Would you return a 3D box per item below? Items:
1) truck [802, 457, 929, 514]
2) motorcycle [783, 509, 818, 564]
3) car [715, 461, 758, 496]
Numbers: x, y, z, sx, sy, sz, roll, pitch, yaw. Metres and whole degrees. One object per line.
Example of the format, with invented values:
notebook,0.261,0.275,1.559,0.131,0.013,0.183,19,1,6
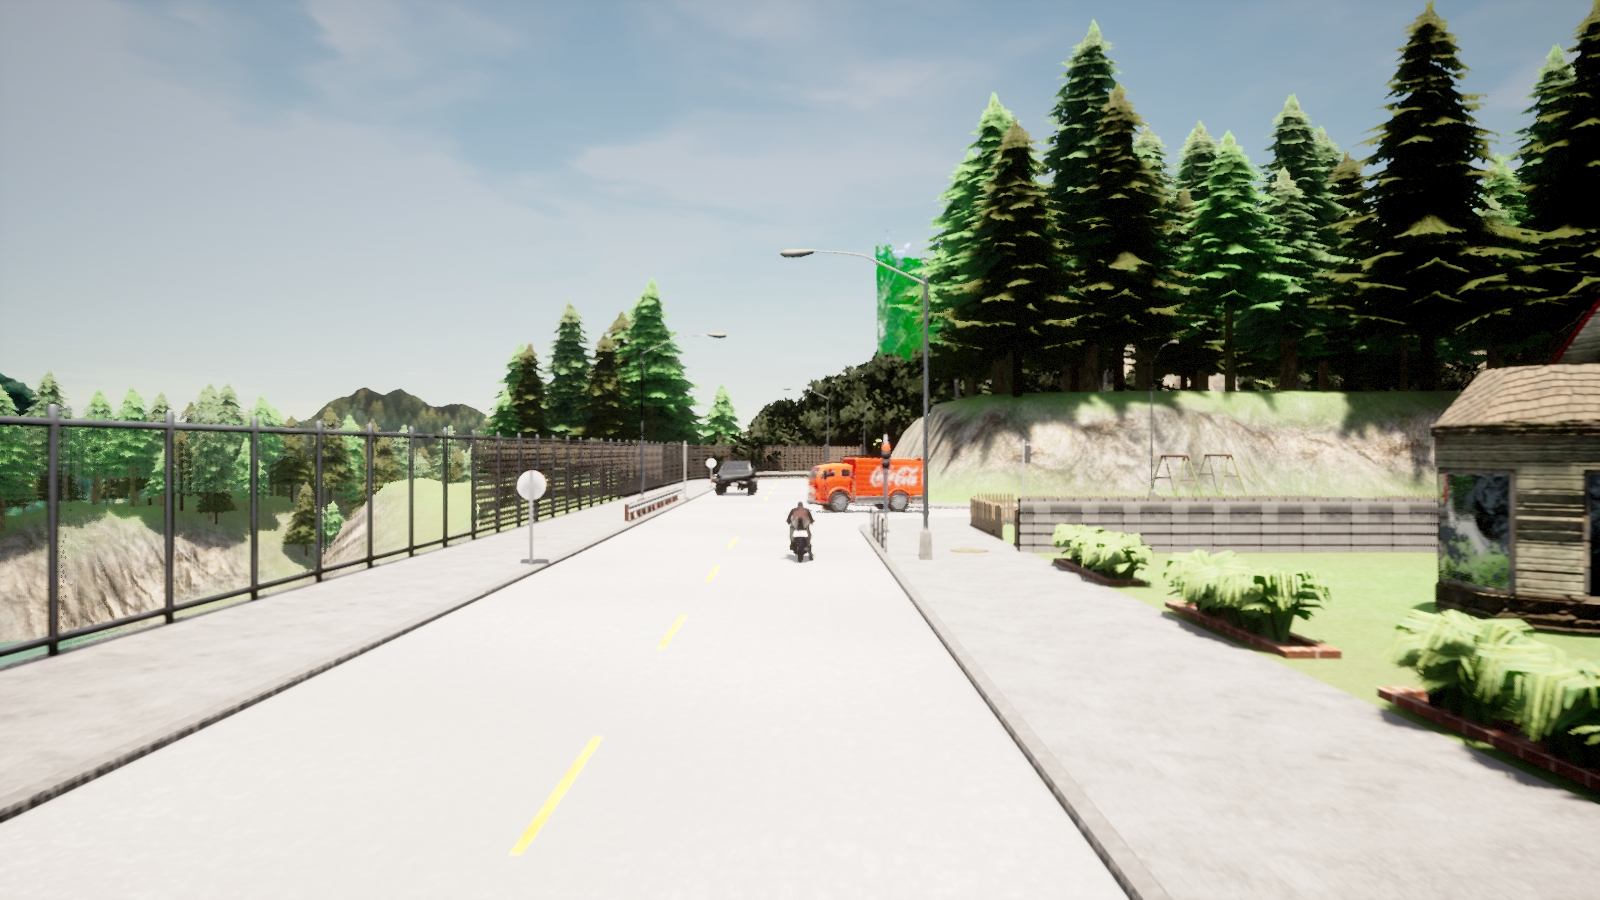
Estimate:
truck,2.943,1.572,51.748,5.204,2.467,2.627,0,-1,-14
motorcycle,0.011,2.205,29.379,0.867,1.251,2.209,0,0,0
car,-3.963,1.754,72.139,2.390,2.098,6.274,0,0,0
